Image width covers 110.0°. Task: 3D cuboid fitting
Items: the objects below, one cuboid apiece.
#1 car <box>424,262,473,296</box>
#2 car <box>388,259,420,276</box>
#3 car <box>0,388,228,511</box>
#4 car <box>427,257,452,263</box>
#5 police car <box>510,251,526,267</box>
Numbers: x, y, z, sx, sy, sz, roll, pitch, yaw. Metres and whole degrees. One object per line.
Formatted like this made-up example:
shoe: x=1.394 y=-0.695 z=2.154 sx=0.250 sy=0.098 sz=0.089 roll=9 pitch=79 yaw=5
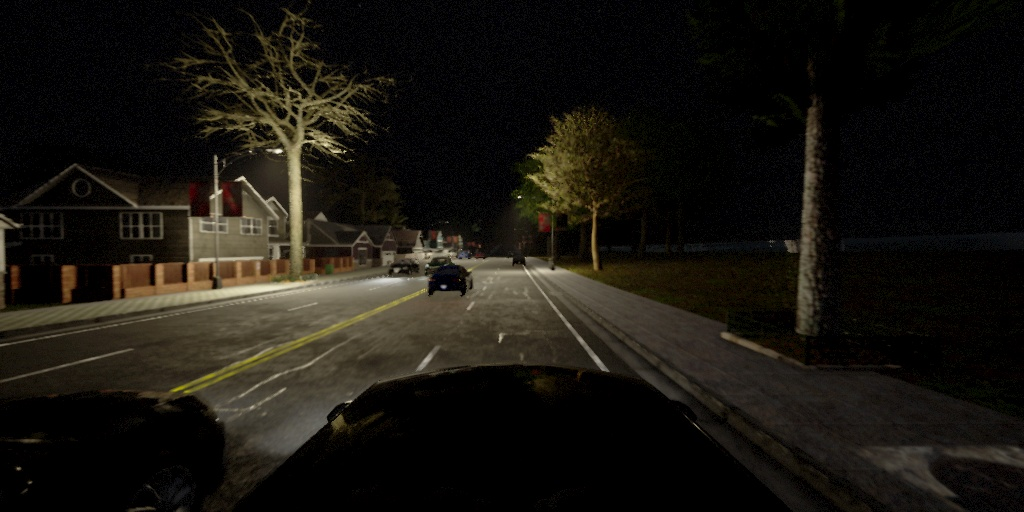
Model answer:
car: x=-3.151 y=1.217 z=18.822 sx=1.812 sy=1.442 sz=4.674 roll=0 pitch=0 yaw=0
car: x=-9.846 y=1.006 z=33.062 sx=2.128 sy=1.511 sz=4.902 roll=0 pitch=1 yaw=0
car: x=-3.148 y=1.255 z=0.810 sx=1.837 sy=1.490 sz=4.892 roll=0 pitch=0 yaw=0
car: x=-6.595 y=0.869 z=32.880 sx=2.097 sy=1.767 sz=4.553 roll=0 pitch=1 yaw=0
police car: x=0.968 y=0.573 z=50.345 sx=1.930 sy=1.638 sz=5.238 roll=0 pitch=1 yaw=0
